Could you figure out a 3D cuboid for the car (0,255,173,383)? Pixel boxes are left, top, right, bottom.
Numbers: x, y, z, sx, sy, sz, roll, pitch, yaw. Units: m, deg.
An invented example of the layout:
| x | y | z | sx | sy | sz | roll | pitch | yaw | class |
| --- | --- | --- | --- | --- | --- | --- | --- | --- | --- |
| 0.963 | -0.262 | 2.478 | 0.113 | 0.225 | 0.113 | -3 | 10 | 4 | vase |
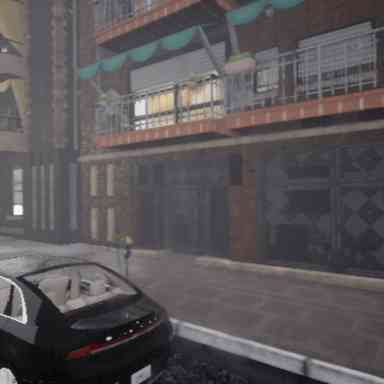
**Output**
| x | y | z | sx | sy | sz | roll | pitch | yaw | class |
| --- | --- | --- | --- | --- | --- | --- | --- | --- | --- |
| -2.271 | 1.550 | 4.508 | 4.403 | 1.369 | 2.008 | 0 | -1 | 36 | car |
